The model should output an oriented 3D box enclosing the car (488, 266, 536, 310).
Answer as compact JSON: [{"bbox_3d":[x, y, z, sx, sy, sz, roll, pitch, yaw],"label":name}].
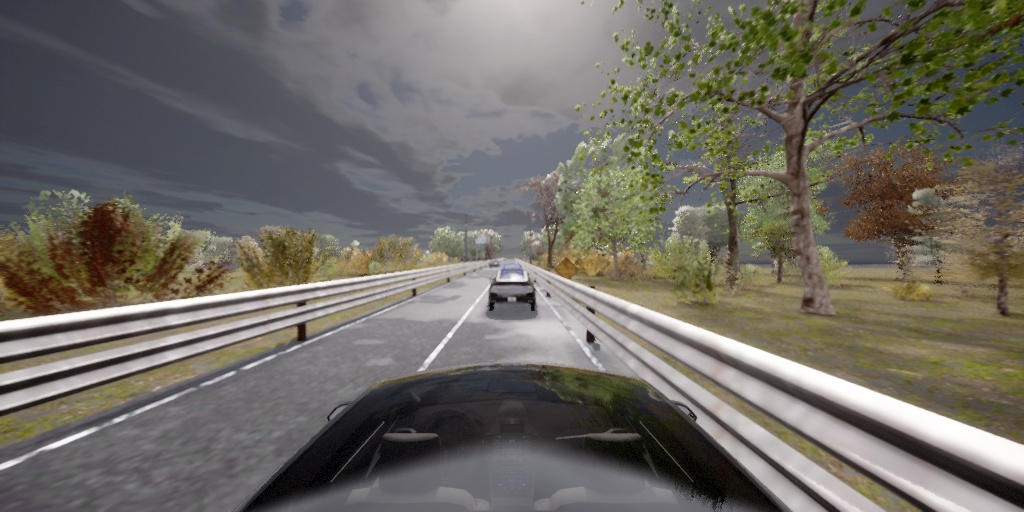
[{"bbox_3d":[0.015,1.347,15.311,2.128,1.511,4.902,0,0,0],"label":"car"}]

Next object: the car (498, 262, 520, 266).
[{"bbox_3d":[0.022,1.368,31.060,1.882,1.535,5.008,0,0,0],"label":"car"}]

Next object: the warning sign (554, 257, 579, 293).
[{"bbox_3d":[2.849,0.980,18.640,1.300,1.860,1.060,0,0,0],"label":"warning sign"}]
